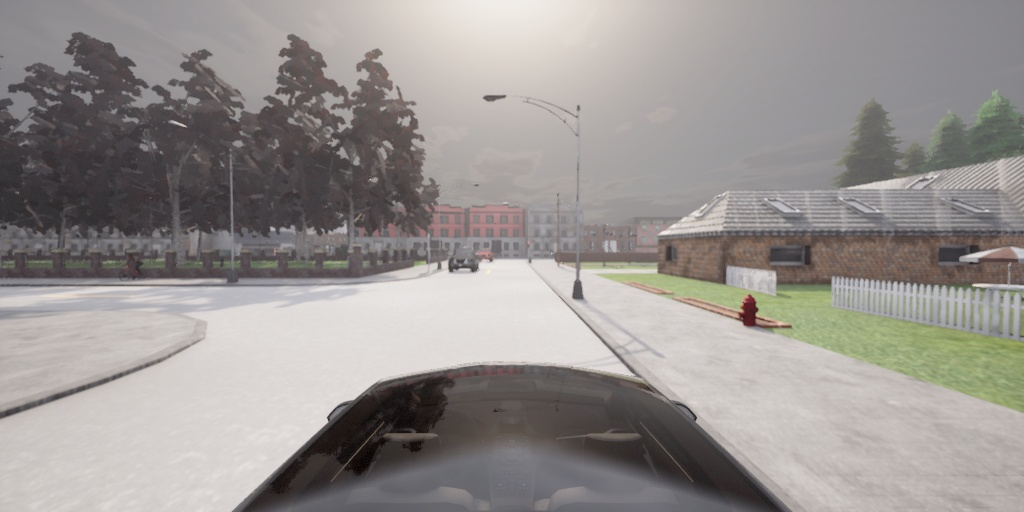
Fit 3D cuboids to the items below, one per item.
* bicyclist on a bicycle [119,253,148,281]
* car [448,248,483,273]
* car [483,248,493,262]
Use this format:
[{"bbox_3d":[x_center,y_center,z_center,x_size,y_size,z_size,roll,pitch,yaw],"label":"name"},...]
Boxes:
[{"bbox_3d":[-22.641,0.669,21.444,0.582,1.620,1.656,0,2,0],"label":"bicyclist on a bicycle"},{"bbox_3d":[-4.094,0.330,31.195,2.150,2.045,5.566,0,1,0],"label":"car"},{"bbox_3d":[-4.015,-0.148,53.278,2.150,2.045,5.566,0,1,0],"label":"car"}]
